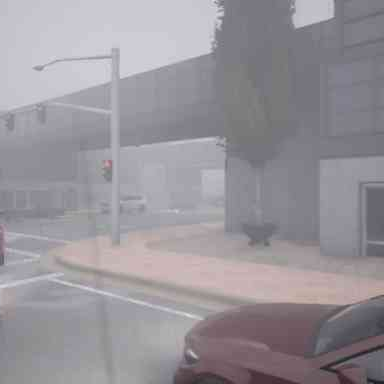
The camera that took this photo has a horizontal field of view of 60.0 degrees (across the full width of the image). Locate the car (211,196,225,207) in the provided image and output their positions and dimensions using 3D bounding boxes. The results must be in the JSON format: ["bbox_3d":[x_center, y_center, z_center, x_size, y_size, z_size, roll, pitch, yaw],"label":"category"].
[{"bbox_3d":[4.808,1.365,51.134,2.097,1.767,4.553,0,0,36],"label":"car"}]

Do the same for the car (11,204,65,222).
[{"bbox_3d":[-12.798,1.614,26.730,1.895,1.301,4.718,0,0,36],"label":"car"}]

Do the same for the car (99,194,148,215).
[{"bbox_3d":[-7.021,1.235,34.771,2.150,2.045,5.566,0,0,36],"label":"car"}]

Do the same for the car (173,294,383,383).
[{"bbox_3d":[2.007,1.525,2.544,4.674,1.442,1.812,0,0,36],"label":"car"}]

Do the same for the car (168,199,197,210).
[{"bbox_3d":[-1.164,1.577,42.900,1.994,1.385,4.181,0,0,36],"label":"car"}]

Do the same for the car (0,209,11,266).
[{"bbox_3d":[-7.487,1.230,10.927,2.150,2.045,5.566,-1,1,-33],"label":"car"}]
